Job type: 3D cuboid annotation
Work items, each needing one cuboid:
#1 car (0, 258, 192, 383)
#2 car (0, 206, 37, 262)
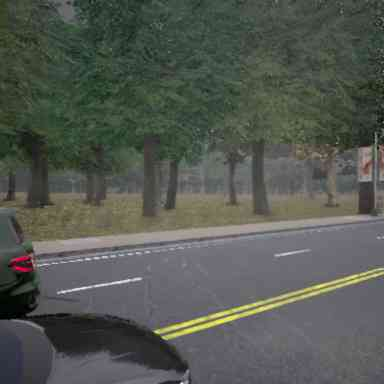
[{"bbox_3d":[-2.199,1.493,1.870,4.902,1.511,2.128,0,0,-36],"label":"car"},{"bbox_3d":[-4.933,1.225,4.159,5.566,2.045,2.150,0,0,-35],"label":"car"}]
